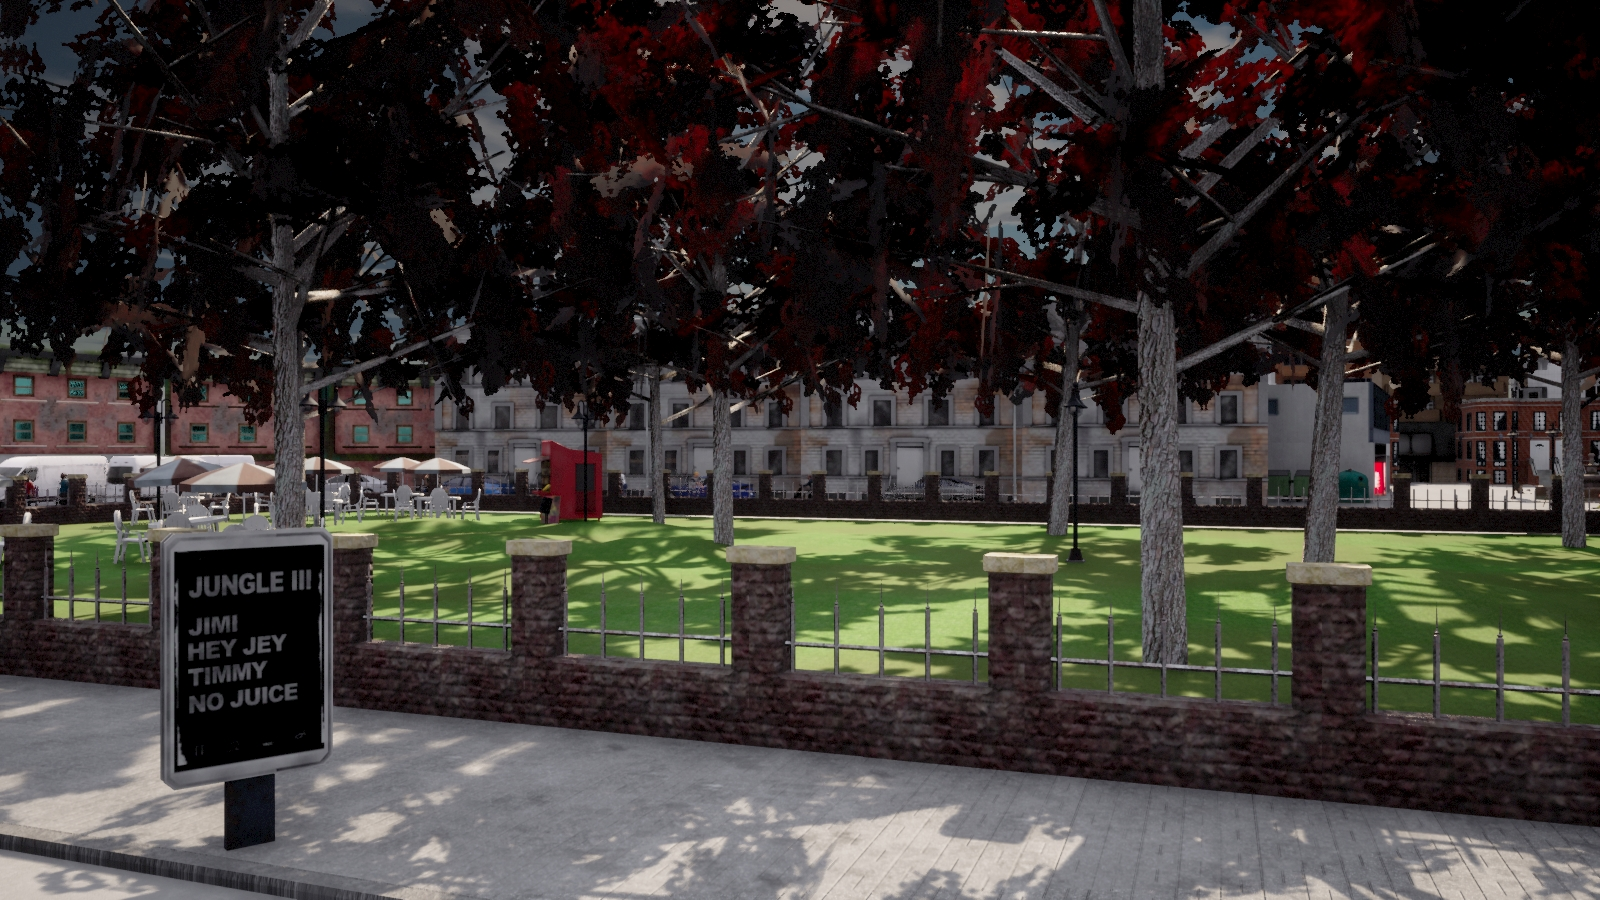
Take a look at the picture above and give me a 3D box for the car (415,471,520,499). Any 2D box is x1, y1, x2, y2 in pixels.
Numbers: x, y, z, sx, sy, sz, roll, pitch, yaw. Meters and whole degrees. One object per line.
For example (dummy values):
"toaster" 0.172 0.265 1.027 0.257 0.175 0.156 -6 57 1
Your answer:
"car" -18.262 1.902 62.828 5.357 1.411 2.033 0 0 19

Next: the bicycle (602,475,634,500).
"bicycle" -9.502 1.948 59.688 1.643 1.296 0.373 0 0 20

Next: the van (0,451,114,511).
"van" -34.456 1.334 51.696 1.988 2.561 5.915 0 0 21

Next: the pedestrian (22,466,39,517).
"pedestrian" -28.503 1.542 42.306 0.375 1.860 0.375 0 0 19

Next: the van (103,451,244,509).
"van" -29.317 1.334 53.726 1.988 2.561 5.915 0 0 21

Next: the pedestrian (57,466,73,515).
"pedestrian" -28.256 1.542 43.924 0.375 1.860 0.375 0 0 14
